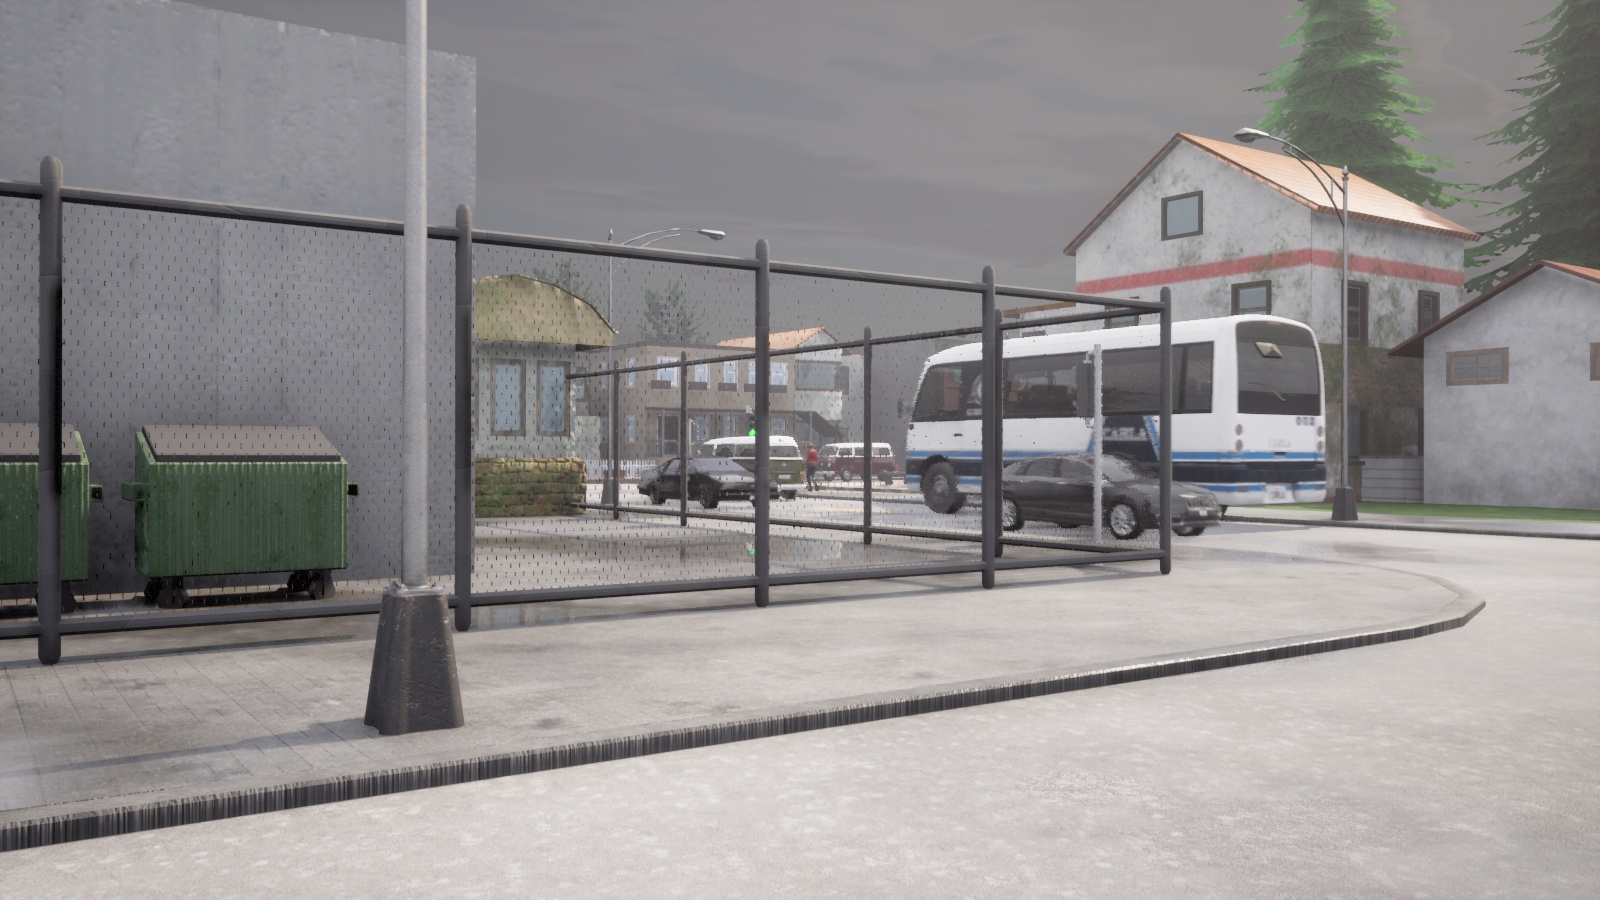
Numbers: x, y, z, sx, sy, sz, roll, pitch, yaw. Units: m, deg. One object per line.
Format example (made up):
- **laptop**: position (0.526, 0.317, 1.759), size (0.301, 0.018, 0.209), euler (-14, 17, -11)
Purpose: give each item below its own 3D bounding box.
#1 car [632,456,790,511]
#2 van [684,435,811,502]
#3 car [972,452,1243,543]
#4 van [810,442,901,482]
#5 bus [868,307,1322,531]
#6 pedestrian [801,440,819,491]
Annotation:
- **car**: position (-2.607, 0.884, 35.135), size (2.033, 1.411, 5.357), euler (0, 0, -34)
- **van**: position (-1.761, 0.573, 40.946), size (2.069, 2.038, 4.480), euler (0, 0, -34)
- **car**: position (5.527, 0.795, 23.246), size (1.837, 1.490, 4.892), euler (0, 0, -34)
- **van**: position (2.929, 0.624, 66.090), size (4.480, 2.038, 2.069), euler (0, 0, -35)
- **bus**: position (6.302, -0.574, 29.200), size (3.944, 4.253, 10.273), euler (0, 0, -35)
- **pedestrian**: position (0.370, 0.560, 45.306), size (0.331, 1.846, 0.636), euler (0, 0, -36)
